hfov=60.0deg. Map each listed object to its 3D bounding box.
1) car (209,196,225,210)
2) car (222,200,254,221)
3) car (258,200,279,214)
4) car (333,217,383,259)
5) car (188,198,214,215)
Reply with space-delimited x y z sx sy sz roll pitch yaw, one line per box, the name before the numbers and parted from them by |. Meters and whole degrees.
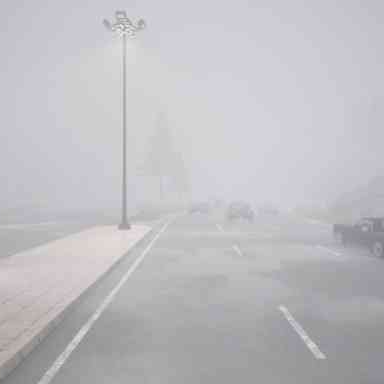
car | 3.252 1.352 44.240 2.097 1.767 4.553 0 0 16
car | 3.717 1.601 26.874 1.895 1.301 4.718 0 0 2
car | 8.049 1.526 35.096 1.812 1.442 4.674 0 0 11
car | 7.100 1.601 12.496 1.895 1.301 4.718 0 0 0
car | 0.841 1.601 34.225 1.895 1.301 4.718 0 0 8
